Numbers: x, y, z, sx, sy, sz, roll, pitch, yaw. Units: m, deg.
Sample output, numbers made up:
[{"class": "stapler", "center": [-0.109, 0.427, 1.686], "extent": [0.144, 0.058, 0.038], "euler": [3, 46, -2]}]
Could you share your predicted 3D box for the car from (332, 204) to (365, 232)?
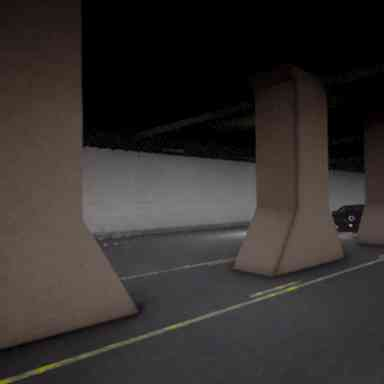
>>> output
[{"class": "car", "center": [10.807, 1.646, 22.422], "extent": [4.553, 1.767, 2.097], "euler": [0, -1, -40]}]
